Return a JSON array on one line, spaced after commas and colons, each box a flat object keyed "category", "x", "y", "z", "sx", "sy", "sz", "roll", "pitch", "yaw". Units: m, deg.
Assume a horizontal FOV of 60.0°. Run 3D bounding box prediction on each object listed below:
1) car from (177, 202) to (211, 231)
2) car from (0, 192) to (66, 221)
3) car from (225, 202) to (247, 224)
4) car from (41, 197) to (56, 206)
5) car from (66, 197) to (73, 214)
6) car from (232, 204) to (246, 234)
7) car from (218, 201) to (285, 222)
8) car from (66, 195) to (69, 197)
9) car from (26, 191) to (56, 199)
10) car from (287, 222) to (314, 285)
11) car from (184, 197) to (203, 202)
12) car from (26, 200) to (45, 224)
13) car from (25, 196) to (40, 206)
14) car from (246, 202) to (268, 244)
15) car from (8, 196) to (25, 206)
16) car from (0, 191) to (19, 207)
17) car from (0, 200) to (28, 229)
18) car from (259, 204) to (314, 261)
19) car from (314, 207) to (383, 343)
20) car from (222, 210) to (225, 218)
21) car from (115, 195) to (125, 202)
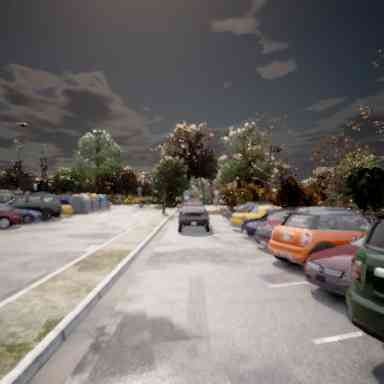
[{"category": "car", "x": 0.118, "y": 1.550, "z": 20.786, "sx": 1.837, "sy": 1.490, "sz": 4.892, "roll": 0, "pitch": -1, "yaw": 0}, {"category": "car", "x": -13.304, "y": 1.270, "z": 26.697, "sx": 5.566, "sy": 2.045, "sz": 2.435, "roll": -1, "pitch": 0, "yaw": -20}, {"category": "car", "x": 5.021, "y": 1.533, "z": 20.448, "sx": 5.366, "sy": 1.575, "sz": 1.946, "roll": 1, "pitch": 0, "yaw": -20}, {"category": "car", "x": -27.289, "y": 1.802, "z": 63.304, "sx": 2.231, "sy": 1.521, "sz": 4.892, "roll": 1, "pitch": -3, "yaw": -19}, {"category": "car", "x": -13.437, "y": 1.513, "z": 29.672, "sx": 5.366, "sy": 1.575, "sz": 1.946, "roll": -1, "pitch": 0, "yaw": -20}, {"category": "car", "x": 4.818, "y": 1.555, "z": 16.973, "sx": 4.792, "sy": 1.488, "sz": 2.163, "roll": 1, "pitch": 0, "yaw": -20}, {"category": "car", "x": 4.866, "y": 1.549, "z": 27.167, "sx": 4.892, "sy": 1.521, "sz": 2.231, "roll": 1, "pitch": 0, "yaw": -20}, {"category": "car", "x": -24.285, "y": 1.550, "z": 63.286, "sx": 2.435, "sy": 2.045, "sz": 5.566, "roll": 1, "pitch": -3, "yaw": -19}, {"category": "car", "x": -31.798, "y": 0.625, "z": 70.182, "sx": 5.357, "sy": 1.411, "sz": 2.033, "roll": 4, "pitch": -2, "yaw": 1}, {"category": "car", "x": 4.833, "y": 1.544, "z": 7.640, "sx": 4.674, "sy": 1.452, "sz": 2.002, "roll": 1, "pitch": 0, "yaw": -20}, {"category": "car", "x": 0.163, "y": 1.403, "z": 36.026, "sx": 2.097, "sy": 1.767, "sz": 4.553, "roll": 0, "pitch": 0, "yaw": 0}, {"category": "car", "x": -13.293, "y": 1.562, "z": 23.696, "sx": 4.674, "sy": 1.452, "sz": 2.002, "roll": -1, "pitch": 0, "yaw": -20}, {"category": "car", "x": -30.303, "y": 1.675, "z": 63.317, "sx": 2.185, "sy": 1.767, "sz": 4.553, "roll": 1, "pitch": -3, "yaw": -19}, {"category": "car", "x": 4.869, "y": 1.392, "z": 13.603, "sx": 4.553, "sy": 1.767, "sz": 2.185, "roll": 1, "pitch": 0, "yaw": -20}, {"category": "car", "x": -33.340, "y": 1.679, "z": 63.422, "sx": 2.185, "sy": 1.767, "sz": 4.553, "roll": 1, "pitch": -3, "yaw": -19}, {"category": "car", "x": -25.940, "y": 0.995, "z": 46.319, "sx": 2.435, "sy": 2.045, "sz": 5.566, "roll": 1, "pitch": -1, "yaw": -19}, {"category": "car", "x": -13.312, "y": 1.518, "z": 20.671, "sx": 5.008, "sy": 1.535, "sz": 2.097, "roll": -1, "pitch": 0, "yaw": -20}, {"category": "car", "x": 4.804, "y": 1.385, "z": 10.613, "sx": 4.553, "sy": 1.767, "sz": 2.185, "roll": 1, "pitch": 0, "yaw": -20}, {"category": "car", "x": 4.859, "y": 1.246, "z": 4.679, "sx": 5.566, "sy": 2.045, "sz": 2.435, "roll": 1, "pitch": 0, "yaw": -20}, {"category": "car", "x": 4.848, "y": 1.543, "z": 23.772, "sx": 4.892, "sy": 1.521, "sz": 2.231, "roll": 1, "pitch": 0, "yaw": -20}, {"category": "car", "x": -16.358, "y": 1.410, "z": 69.870, "sx": 4.553, "sy": 1.767, "sz": 2.097, "roll": 3, "pitch": -2, "yaw": 1}]
